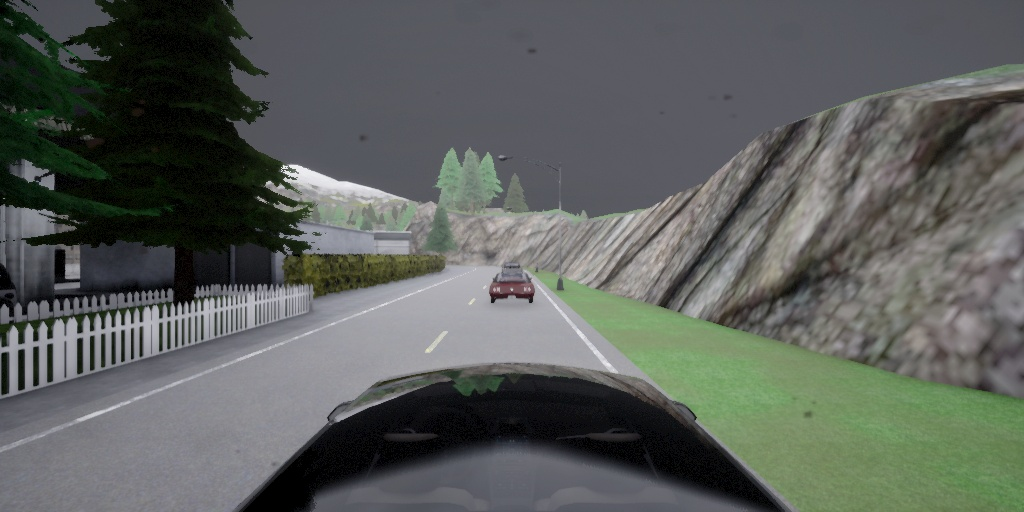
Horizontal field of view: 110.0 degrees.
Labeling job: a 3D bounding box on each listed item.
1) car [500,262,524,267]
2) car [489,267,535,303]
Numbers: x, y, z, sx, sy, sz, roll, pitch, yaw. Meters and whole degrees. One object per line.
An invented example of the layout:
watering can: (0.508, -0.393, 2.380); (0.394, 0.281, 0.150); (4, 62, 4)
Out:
car: (0.000, 1.245, 31.479); (2.128, 1.511, 4.902); (0, 0, 0)
car: (0.000, 1.366, 16.509); (1.895, 1.301, 4.718); (0, 0, 0)
